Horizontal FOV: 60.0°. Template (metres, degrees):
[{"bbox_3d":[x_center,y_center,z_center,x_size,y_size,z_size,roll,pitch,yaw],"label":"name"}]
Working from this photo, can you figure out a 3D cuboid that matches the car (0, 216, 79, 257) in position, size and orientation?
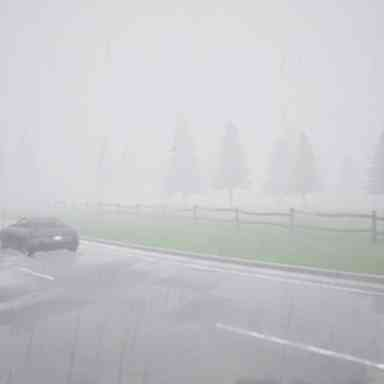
[{"bbox_3d":[-6.398,1.701,13.793,1.994,1.385,4.181,0,0,-45],"label":"car"}]
